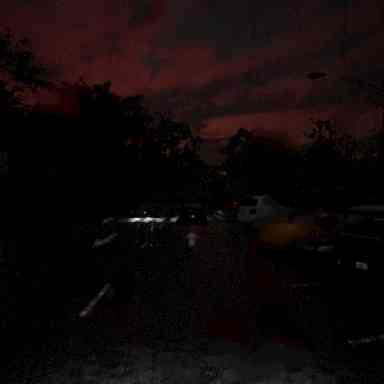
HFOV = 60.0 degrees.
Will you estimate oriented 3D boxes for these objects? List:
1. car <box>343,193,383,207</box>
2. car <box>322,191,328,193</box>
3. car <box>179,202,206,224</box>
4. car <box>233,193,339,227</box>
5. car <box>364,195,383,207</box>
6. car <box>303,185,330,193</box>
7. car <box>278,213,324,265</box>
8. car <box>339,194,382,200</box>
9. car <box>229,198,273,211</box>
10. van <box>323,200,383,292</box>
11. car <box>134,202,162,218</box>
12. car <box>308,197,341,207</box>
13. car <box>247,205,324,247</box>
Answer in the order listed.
[{"bbox_3d":[26.996,1.284,52.681,2.435,2.045,5.566,1,-1,-22],"label":"car"},{"bbox_3d":[23.936,1.283,52.641,2.435,2.045,5.566,0,-1,-21],"label":"car"},{"bbox_3d":[0.021,1.492,24.791,1.882,1.535,5.008,0,0,-1],"label":"car"},{"bbox_3d":[5.374,1.246,19.492,5.566,2.045,2.435,1,0,-20],"label":"car"},{"bbox_3d":[29.992,1.413,52.811,2.185,1.767,4.553,1,-1,-22],"label":"car"},{"bbox_3d":[22.338,-0.478,59.611,4.902,1.511,2.128,-4,0,-1],"label":"car"},{"bbox_3d":[5.374,1.532,10.457,4.674,1.452,2.002,1,0,-20],"label":"car"},{"bbox_3d":[18.327,1.265,35.494,2.435,2.045,5.566,0,1,-21],"label":"car"},{"bbox_3d":[7.150,1.534,40.430,4.892,1.490,1.837,0,-3,-18],"label":"car"},{"bbox_3d":[5.482,1.266,7.500,4.442,1.987,1.878,1,0,-20],"label":"van"},{"bbox_3d":[-3.921,1.583,30.167,1.994,1.385,4.181,0,0,2],"label":"car"},{"bbox_3d":[20.913,1.562,52.557,2.163,1.488,4.792,0,-1,-21],"label":"car"},{"bbox_3d":[5.190,1.488,13.399,5.366,1.575,1.946,1,0,-20],"label":"car"}]
